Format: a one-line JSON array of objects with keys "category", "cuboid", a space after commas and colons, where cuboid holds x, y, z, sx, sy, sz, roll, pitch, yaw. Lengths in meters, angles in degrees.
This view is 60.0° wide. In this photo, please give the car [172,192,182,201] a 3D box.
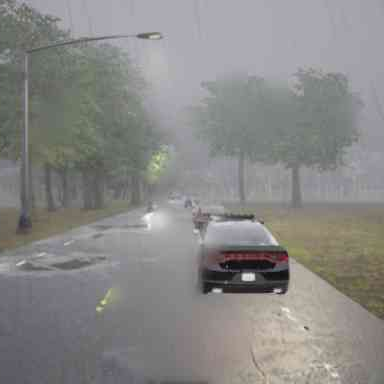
[{"category": "car", "cuboid": [-3.413, 1.039, 76.188, 2.150, 2.045, 5.566, 0, 0, 0]}]

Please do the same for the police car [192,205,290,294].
[{"category": "police car", "cuboid": [1.059, 1.369, 8.794, 1.930, 1.638, 5.238, 0, 0, 0]}]

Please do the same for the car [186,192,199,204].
[{"category": "car", "cuboid": [0.069, 1.103, 60.129, 2.150, 2.045, 5.566, 0, 0, 0]}]

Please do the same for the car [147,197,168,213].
[{"category": "car", "cuboid": [-3.557, 1.325, 34.889, 2.128, 1.511, 4.902, 0, 0, 0]}]

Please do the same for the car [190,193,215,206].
[{"category": "car", "cuboid": [1.077, 1.208, 24.658, 2.097, 1.767, 4.553, 0, 0, 0]}]

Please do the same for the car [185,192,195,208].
[{"category": "car", "cuboid": [0.093, 1.194, 45.523, 2.097, 1.767, 4.553, 0, 0, 1]}]

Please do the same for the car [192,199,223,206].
[{"category": "car", "cuboid": [1.071, 1.391, 18.686, 1.837, 1.490, 4.892, 0, 0, 0]}]
